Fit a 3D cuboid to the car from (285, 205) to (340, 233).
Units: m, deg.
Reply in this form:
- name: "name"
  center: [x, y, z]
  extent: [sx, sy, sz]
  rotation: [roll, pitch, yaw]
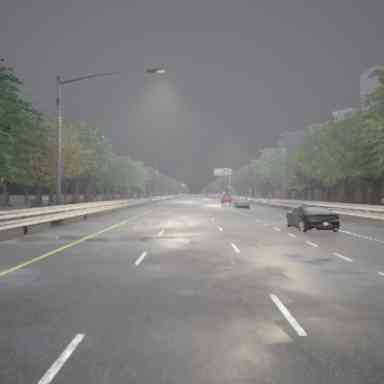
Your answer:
- name: "car"
  center: [7.023, 1.544, 19.892]
  extent: [1.882, 1.535, 5.008]
  rotation: [0, 0, 0]

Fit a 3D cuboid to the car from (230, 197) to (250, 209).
- name: "car"
  center: [7.130, 1.719, 48.426]
  extent: [1.994, 1.385, 4.181]
  rotation: [0, 0, 0]

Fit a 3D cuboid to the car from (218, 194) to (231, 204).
- name: "car"
  center: [7.277, 1.468, 71.012]
  extent: [2.150, 2.045, 5.566]
  rotation: [0, 0, 0]
